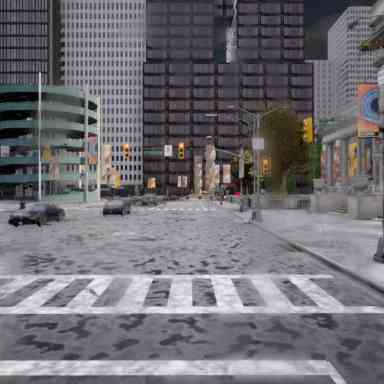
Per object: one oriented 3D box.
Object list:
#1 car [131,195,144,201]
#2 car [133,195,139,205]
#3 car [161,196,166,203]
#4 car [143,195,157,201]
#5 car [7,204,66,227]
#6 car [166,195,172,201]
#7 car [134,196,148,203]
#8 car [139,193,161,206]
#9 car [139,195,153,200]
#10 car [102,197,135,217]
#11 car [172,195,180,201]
[{"bbox_3d":[-13.533,1.499,82.019,1.837,1.490,4.892,0,0,-25],"label":"car"},{"bbox_3d":[-10.574,1.547,55.656,2.033,1.411,5.357,0,0,0],"label":"car"},{"bbox_3d":[-7.050,1.524,69.776,1.812,1.442,4.674,0,0,-3],"label":"car"},{"bbox_3d":[-10.720,1.538,84.241,2.033,1.411,5.357,0,0,-25],"label":"car"},{"bbox_3d":[-10.588,1.547,23.207,2.033,1.411,5.357,0,0,0],"label":"car"},{"bbox_3d":[-7.505,1.595,85.653,1.895,1.301,4.718,0,0,-25],"label":"car"},{"bbox_3d":[-10.525,1.547,68.579,2.033,1.411,5.357,0,0,0],"label":"car"},{"bbox_3d":[-7.081,1.217,56.211,2.150,2.045,5.566,0,1,0],"label":"car"},{"bbox_3d":[-13.072,1.502,94.337,1.994,1.385,4.181,0,0,-43],"label":"car"},{"bbox_3d":[-7.083,1.477,31.605,1.882,1.535,5.008,0,0,0],"label":"car"},{"bbox_3d":[-4.769,1.500,87.967,1.837,1.490,4.892,0,0,-29],"label":"car"}]
